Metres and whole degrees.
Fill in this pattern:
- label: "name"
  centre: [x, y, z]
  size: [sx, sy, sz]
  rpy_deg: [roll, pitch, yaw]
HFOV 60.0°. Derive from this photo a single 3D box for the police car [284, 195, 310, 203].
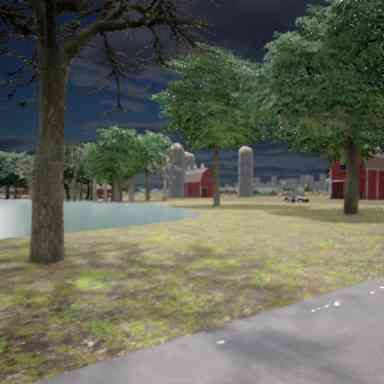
- label: "police car"
  centre: [20.671, 1.379, 65.571]
  size: [1.930, 1.638, 5.238]
  rpy_deg: [2, -1, -35]
